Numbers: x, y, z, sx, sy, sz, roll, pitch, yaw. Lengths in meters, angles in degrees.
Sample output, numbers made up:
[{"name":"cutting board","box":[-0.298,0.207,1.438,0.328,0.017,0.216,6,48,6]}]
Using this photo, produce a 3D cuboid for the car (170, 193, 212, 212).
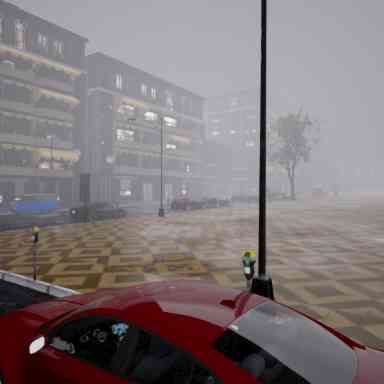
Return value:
[{"name":"car","box":[-0.284,1.132,32.881,1.887,1.381,4.507,2,2,35]}]

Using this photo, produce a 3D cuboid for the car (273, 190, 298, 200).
[{"name":"car","box":[15.734,0.675,55.866,1.752,1.417,4.829,2,2,35]}]

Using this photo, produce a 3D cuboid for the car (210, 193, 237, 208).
[{"name":"car","box":[2.900,1.050,37.451,2.008,1.369,4.403,2,2,35]}]

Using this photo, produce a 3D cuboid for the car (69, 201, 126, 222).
[{"name":"car","box":[-6.651,1.329,23.745,1.947,1.339,4.313,2,2,35]}]

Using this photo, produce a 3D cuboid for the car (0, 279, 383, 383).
[{"name":"car","box":[-0.310,1.544,3.090,4.507,1.381,1.887,0,0,36]}]

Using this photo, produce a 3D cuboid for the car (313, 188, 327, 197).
[{"name":"car","box":[29.099,0.008,75.579,2.150,2.045,5.566,1,1,35]}]

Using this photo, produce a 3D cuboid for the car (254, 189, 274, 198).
[{"name":"car","box":[15.132,0.227,69.650,2.192,1.841,5.009,2,2,35]}]

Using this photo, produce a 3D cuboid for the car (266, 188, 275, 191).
[{"name":"car","box":[13.242,0.357,57.011,2.150,2.045,5.566,1,1,35]}]

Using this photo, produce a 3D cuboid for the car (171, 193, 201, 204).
[{"name":"car","box":[-0.791,0.910,46.811,1.947,1.339,4.313,2,2,35]}]

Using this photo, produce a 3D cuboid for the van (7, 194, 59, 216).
[{"name":"van","box":[-13.524,1.035,28.530,1.690,1.788,3.998,2,2,35]}]

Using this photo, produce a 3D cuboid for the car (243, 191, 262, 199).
[{"name":"car","box":[11.848,0.525,64.947,1.752,1.417,4.829,2,2,35]}]

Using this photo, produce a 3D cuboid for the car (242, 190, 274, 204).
[{"name":"car","box":[9.268,0.876,46.589,2.008,1.369,4.403,2,2,35]}]

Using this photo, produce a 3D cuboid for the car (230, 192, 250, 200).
[{"name":"car","box":[8.761,0.649,60.519,1.947,1.339,4.313,2,2,35]}]

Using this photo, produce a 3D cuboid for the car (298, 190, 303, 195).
[{"name":"car","box":[27.865,0.114,87.932,1.887,1.381,4.507,2,2,35]}]

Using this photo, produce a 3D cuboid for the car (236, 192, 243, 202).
[{"name":"car","box":[7.360,0.788,48.472,2.128,1.511,4.902,1,1,34]}]

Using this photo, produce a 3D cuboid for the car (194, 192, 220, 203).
[{"name":"car","box":[2.393,0.808,51.380,2.008,1.369,4.403,2,2,35]}]
